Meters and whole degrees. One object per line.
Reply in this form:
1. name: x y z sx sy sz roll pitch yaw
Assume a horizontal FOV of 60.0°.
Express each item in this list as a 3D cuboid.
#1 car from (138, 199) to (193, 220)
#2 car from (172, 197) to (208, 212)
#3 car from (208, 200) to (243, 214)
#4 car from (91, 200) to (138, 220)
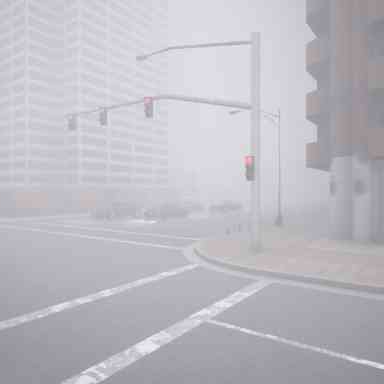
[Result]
1. car: -2.131 1.564 27.947 1.994 1.385 4.181 0 0 35
2. car: -0.518 1.564 36.312 1.994 1.385 4.181 0 0 35
3. car: 3.744 1.601 36.280 1.895 1.301 4.718 0 0 35
4. car: -6.241 1.505 28.188 1.837 1.490 4.892 0 0 35
